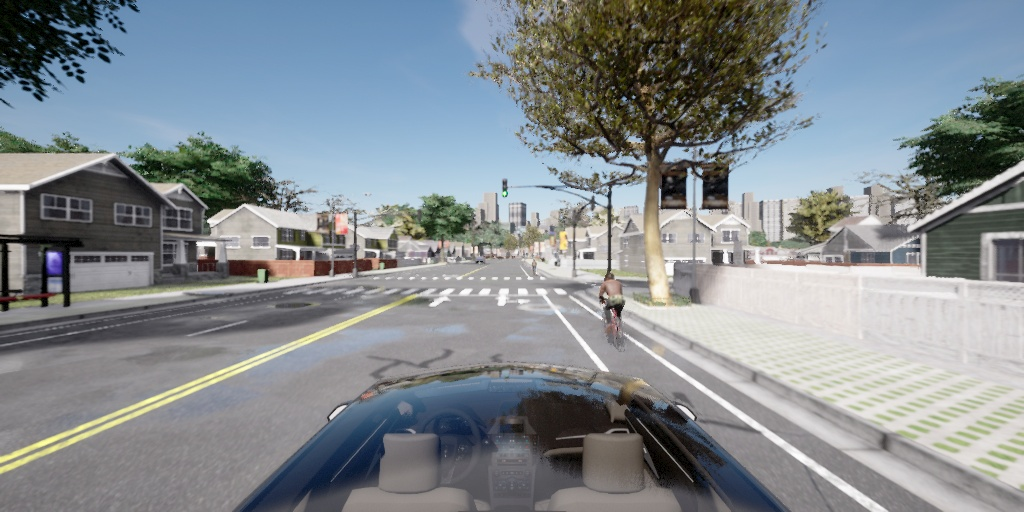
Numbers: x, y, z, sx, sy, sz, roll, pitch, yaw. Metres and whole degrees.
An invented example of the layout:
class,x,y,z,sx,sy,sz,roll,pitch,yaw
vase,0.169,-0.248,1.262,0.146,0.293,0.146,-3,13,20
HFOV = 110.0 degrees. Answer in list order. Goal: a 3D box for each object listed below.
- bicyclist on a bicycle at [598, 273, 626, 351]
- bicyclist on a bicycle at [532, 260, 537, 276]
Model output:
class,x,y,z,sx,sy,sz,roll,pitch,yaw
bicyclist on a bicycle,2.249,1.206,8.087,0.582,1.620,1.656,0,0,0
bicyclist on a bicycle,2.244,1.205,36.073,0.582,1.620,1.656,0,0,0
